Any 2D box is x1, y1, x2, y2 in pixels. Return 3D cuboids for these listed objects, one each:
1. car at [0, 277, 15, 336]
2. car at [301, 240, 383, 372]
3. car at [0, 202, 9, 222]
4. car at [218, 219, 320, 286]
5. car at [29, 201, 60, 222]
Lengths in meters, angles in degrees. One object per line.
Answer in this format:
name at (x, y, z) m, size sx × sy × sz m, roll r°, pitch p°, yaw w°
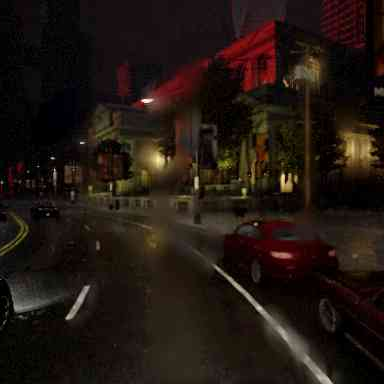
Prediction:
car at (-3.848, 1.577, 3.893) m, size 1.994 × 1.385 × 4.181 m, roll 0°, pitch 0°, yaw -5°
car at (3.022, 1.570, 3.638) m, size 1.895 × 1.301 × 4.718 m, roll 0°, pitch 0°, yaw -2°
car at (-15.580, 1.508, 26.096) m, size 1.882 × 1.535 × 5.008 m, roll 0°, pitch 0°, yaw -30°
car at (2.128, 1.487, 9.299) m, size 2.002 × 1.452 × 4.674 m, roll 0°, pitch 0°, yaw -12°
car at (-11.989, 1.500, 27.005) m, size 2.128 × 1.511 × 4.902 m, roll 0°, pitch 0°, yaw -30°
